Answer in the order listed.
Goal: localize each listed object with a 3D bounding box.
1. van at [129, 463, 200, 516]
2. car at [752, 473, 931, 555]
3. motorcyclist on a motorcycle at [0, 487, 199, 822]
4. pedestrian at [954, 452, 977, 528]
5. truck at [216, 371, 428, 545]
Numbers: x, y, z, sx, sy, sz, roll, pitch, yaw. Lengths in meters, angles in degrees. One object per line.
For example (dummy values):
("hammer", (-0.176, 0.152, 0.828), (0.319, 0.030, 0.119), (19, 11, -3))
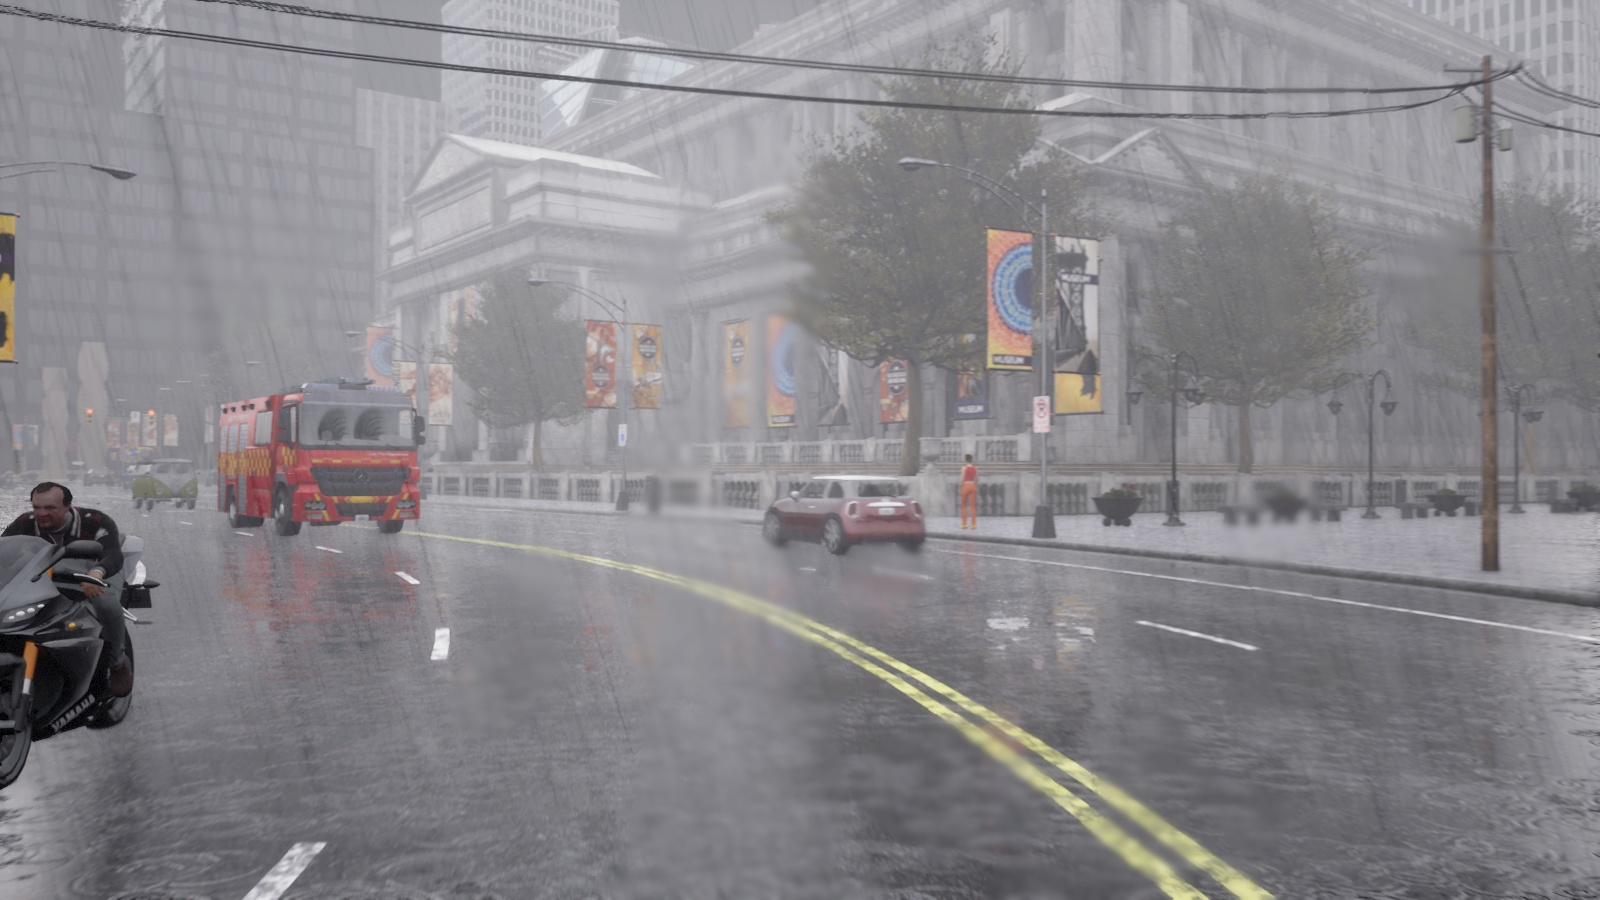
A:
("van", (-24.765, 1.512, 48.878), (1.775, 1.987, 4.442), (0, -1, -36))
("car", (0.729, 1.193, 24.852), (1.970, 1.475, 3.806), (0, -1, -27))
("motorcyclist on a motorcycle", (-4.083, 0.986, 6.905), (0.866, 1.530, 2.191), (0, -1, -11))
("pedestrian", (4.057, 0.966, 30.735), (0.345, 1.836, 0.594), (0, -1, -14))
("truck", (-12.370, 0.248, 31.963), (2.891, 3.827, 8.468), (0, -1, -36))
